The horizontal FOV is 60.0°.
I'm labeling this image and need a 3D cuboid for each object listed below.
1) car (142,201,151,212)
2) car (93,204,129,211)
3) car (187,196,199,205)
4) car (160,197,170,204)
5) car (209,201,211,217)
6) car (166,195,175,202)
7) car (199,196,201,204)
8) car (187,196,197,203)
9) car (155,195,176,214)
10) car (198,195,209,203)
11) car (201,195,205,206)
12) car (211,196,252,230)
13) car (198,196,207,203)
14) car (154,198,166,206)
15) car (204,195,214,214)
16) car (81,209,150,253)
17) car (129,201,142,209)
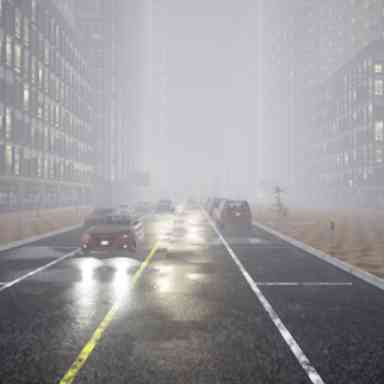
[{"bbox_3d":[-5.709,1.736,38.507,1.802,1.307,4.206,0,0,0],"label":"car"},{"bbox_3d":[-5.699,1.655,21.889,1.947,1.339,4.313,0,0,0],"label":"car"},{"bbox_3d":[-0.037,1.812,63.849,1.994,1.385,4.181,0,0,0],"label":"car"},{"bbox_3d":[-5.728,1.863,71.743,1.802,1.307,4.206,0,0,0],"label":"car"},{"bbox_3d":[2.678,1.653,27.433,1.887,1.381,4.507,0,0,0],"label":"car"},{"bbox_3d":[-5.737,1.658,88.361,2.192,1.841,5.009,0,0,0],"label":"car"},{"bbox_3d":[2.662,1.765,55.130,2.008,1.369,4.403,0,0,0],"label":"car"},{"bbox_3d":[-0.042,1.708,73.858,2.033,1.411,5.357,0,0,0],"label":"car"},{"bbox_3d":[-3.023,1.557,38.355,2.097,1.767,4.553,0,0,0],"label":"car"},{"bbox_3d":[2.650,1.614,77.288,2.192,1.841,5.009,0,0,0],"label":"car"},{"bbox_3d":[2.670,1.487,44.053,2.192,1.841,5.009,0,0,0],"label":"car"},{"bbox_3d":[2.682,1.402,21.895,2.192,1.841,5.009,0,0,0],"label":"car"},{"bbox_3d":[2.646,1.759,82.827,1.967,1.590,4.097,0,0,0],"label":"car"},{"bbox_3d":[-5.722,1.821,60.664,1.802,1.307,4.206,0,0,0],"label":"car"},{"bbox_3d":[2.676,1.445,32.975,2.192,1.841,5.009,0,0,0],"label":"car"},{"bbox_3d":[-3.092,1.620,13.776,1.994,1.385,4.181,0,0,0],"label":"car"},{"bbox_3d":[-5.702,1.662,27.428,2.008,1.369,4.403,0,0,0],"label":"car"}]
